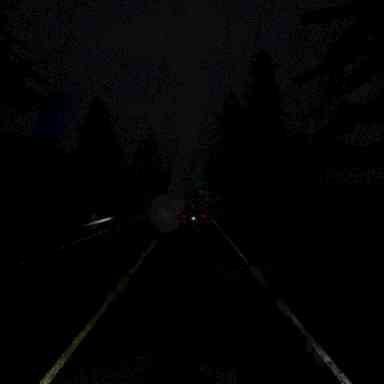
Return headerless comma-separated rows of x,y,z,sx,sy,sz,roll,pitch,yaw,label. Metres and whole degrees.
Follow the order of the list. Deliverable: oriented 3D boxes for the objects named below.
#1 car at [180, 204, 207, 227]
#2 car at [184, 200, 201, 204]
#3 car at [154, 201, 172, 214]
0.103,1.815,24.858,1.994,1.385,4.181,0,-1,0,car
0.106,1.774,41.892,2.097,1.767,4.553,0,-1,0,car
-3.584,1.913,41.758,2.128,1.511,4.902,0,-1,0,car
